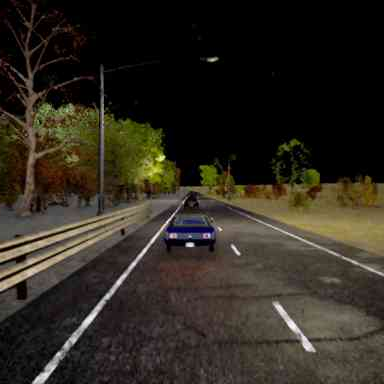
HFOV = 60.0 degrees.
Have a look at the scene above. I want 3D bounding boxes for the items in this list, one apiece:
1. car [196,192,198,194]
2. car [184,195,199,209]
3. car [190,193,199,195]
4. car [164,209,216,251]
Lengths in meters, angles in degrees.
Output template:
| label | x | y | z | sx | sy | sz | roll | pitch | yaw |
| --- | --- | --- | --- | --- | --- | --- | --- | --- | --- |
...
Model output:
| label | x | y | z | sx | sy | sz | roll | pitch | yaw |
| --- | --- | --- | --- | --- | --- | --- | --- | --- | --- |
| car | -0.074 | 1.440 | 93.170 | 1.812 | 1.442 | 4.674 | 0 | 0 | 0 |
| car | -0.068 | 1.475 | 43.674 | 1.882 | 1.535 | 5.008 | 0 | 0 | 0 |
| car | -0.072 | 1.502 | 68.056 | 1.837 | 1.490 | 4.892 | 0 | 0 | 0 |
| car | -0.064 | 1.600 | 14.124 | 1.895 | 1.301 | 4.718 | 0 | 0 | 0 |
